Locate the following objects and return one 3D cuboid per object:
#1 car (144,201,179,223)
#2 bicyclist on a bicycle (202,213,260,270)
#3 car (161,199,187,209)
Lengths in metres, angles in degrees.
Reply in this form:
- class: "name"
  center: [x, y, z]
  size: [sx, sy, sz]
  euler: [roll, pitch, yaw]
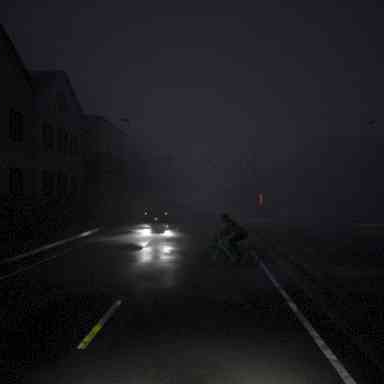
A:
- class: "car"
  center: [-2.413, 1.596, 25.538]
  size: [1.895, 1.301, 4.718]
  euler: [0, 0, 3]
- class: "bicyclist on a bicycle"
  center: [1.102, 1.436, 9.477]
  size: [1.656, 1.620, 0.582]
  euler: [0, 0, 3]
- class: "car"
  center: [-3.183, 1.628, 45.325]
  size: [5.357, 1.411, 2.033]
  euler: [-1, -1, 40]
